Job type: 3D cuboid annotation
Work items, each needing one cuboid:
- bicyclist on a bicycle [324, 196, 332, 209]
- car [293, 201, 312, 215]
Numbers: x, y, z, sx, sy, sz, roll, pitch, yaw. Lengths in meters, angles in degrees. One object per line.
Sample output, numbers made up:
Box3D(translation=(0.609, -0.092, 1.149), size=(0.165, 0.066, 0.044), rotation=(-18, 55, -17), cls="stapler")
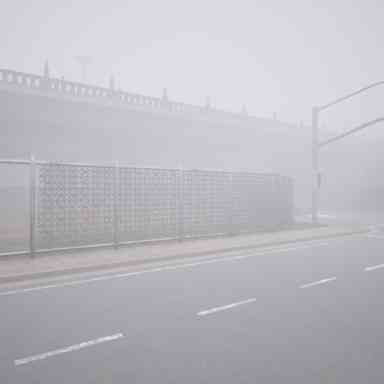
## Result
Box3D(translation=(17.734, 1.356, 43.314), size=(1.656, 1.620, 0.582), rotation=(0, 0, -36), cls="bicyclist on a bicycle")
Box3D(translation=(10.462, 1.619, 34.610), size=(1.994, 1.385, 4.181), rotation=(0, 0, -36), cls="car")
